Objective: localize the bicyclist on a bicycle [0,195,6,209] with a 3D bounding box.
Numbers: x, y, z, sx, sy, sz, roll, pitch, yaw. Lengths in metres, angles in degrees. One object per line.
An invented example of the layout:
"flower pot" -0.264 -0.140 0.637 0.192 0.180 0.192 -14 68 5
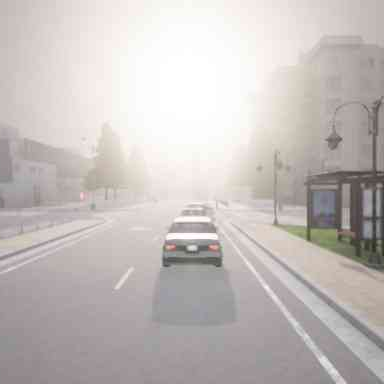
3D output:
"bicyclist on a bicycle" -22.370 1.233 39.161 0.582 1.620 1.656 0 0 1

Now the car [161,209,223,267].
"car" 0.027 1.532 11.353 2.033 1.411 5.357 0 0 1

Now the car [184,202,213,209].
"car" 0.537 1.512 26.236 2.033 1.411 5.357 0 0 13
